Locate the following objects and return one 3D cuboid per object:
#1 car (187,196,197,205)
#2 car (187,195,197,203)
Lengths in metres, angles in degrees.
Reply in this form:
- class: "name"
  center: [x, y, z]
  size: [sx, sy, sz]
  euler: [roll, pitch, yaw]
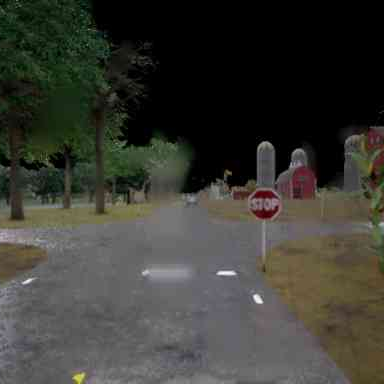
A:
- class: "car"
  center: [0.005, 1.830, 65.326]
  size: [2.128, 1.511, 4.902]
  euler: [0, -1, 0]
- class: "car"
  center: [0.005, 1.683, 75.721]
  size: [2.097, 1.767, 4.553]
  euler: [0, -1, 0]
